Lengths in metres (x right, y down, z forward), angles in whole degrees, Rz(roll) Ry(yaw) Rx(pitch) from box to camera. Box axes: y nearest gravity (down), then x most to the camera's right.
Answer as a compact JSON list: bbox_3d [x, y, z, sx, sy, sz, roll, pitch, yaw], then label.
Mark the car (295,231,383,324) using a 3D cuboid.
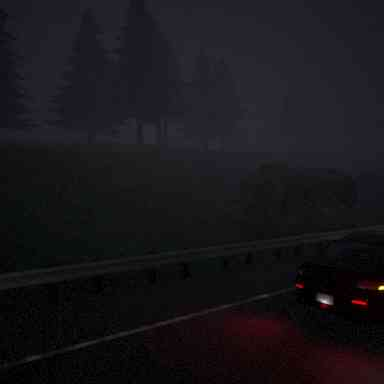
[{"bbox_3d":[3.966,1.502,6.572,4.674,1.442,1.812,0,0,-35],"label":"car"}]
